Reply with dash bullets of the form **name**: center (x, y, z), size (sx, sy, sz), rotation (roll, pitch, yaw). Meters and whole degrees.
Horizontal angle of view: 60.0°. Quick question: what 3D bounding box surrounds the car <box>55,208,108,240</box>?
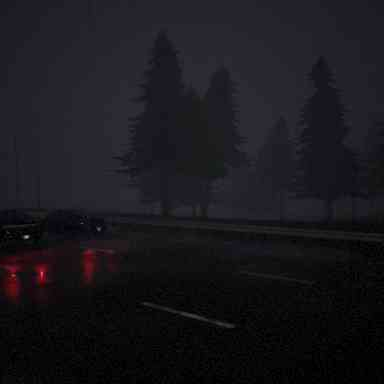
- **car**: center (-6.238, 1.535, 16.917), size (4.674, 1.442, 1.812), rotation (0, 0, 35)

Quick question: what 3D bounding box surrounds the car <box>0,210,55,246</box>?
- **car**: center (-8.271, 1.497, 14.068), size (4.902, 1.511, 2.128), rotation (0, 0, 35)
